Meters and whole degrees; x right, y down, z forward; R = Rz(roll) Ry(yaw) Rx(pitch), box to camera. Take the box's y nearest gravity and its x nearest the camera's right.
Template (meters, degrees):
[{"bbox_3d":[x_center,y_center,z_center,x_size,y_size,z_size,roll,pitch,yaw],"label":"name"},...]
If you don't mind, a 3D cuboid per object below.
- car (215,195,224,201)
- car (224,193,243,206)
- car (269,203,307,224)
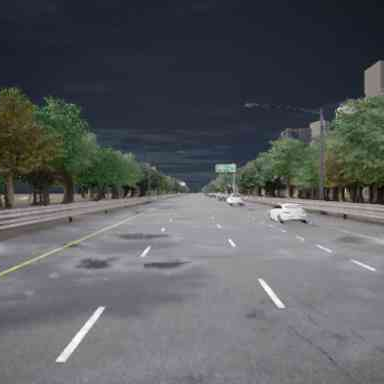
[{"bbox_3d":[7.375,1.587,82.616,1.812,1.442,4.674,0,0,1],"label":"car"},{"bbox_3d":[7.170,1.261,55.517,2.150,2.045,5.566,0,0,0],"label":"car"},{"bbox_3d":[7.034,1.543,24.651,1.812,1.442,4.674,0,0,0],"label":"car"}]
